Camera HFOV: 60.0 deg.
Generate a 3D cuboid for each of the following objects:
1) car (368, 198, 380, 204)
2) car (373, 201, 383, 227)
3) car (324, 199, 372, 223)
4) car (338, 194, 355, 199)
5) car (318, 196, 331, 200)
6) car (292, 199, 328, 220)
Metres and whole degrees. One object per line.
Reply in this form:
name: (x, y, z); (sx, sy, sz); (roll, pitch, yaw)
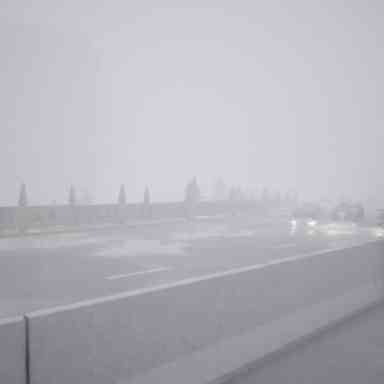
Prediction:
car: (32.165, 1.689, 59.078); (1.994, 1.385, 4.181); (0, 0, 14)
car: (13.961, 1.553, 22.695); (1.837, 1.490, 4.892); (0, 0, 38)
car: (12.545, 1.556, 26.536); (2.128, 1.511, 4.902); (0, 0, 37)
car: (29.655, 1.351, 63.911); (2.150, 2.045, 5.566); (0, 0, 13)
car: (26.730, 1.522, 67.392); (2.128, 1.511, 4.902); (0, 0, 10)
car: (10.421, 1.605, 29.509); (1.812, 1.442, 4.674); (0, 0, 36)
